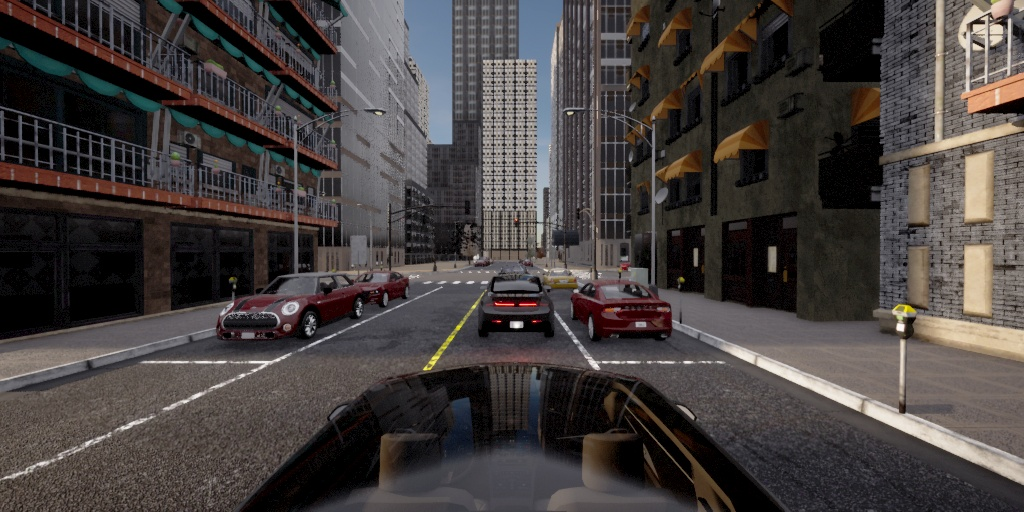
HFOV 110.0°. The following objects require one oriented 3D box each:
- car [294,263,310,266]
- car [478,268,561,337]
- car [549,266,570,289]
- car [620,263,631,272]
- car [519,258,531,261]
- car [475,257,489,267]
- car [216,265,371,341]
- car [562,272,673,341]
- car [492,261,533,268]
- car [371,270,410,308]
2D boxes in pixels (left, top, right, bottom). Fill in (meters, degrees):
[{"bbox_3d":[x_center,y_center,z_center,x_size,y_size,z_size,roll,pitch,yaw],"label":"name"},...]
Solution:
[{"bbox_3d":[-23.806,1.494,39.590,4.097,1.591,1.967,0,0,0],"label":"car"},{"bbox_3d":[0.106,1.253,10.253,1.837,1.490,4.892,0,0,0],"label":"car"},{"bbox_3d":[2.704,1.273,20.919,1.751,1.417,4.829,0,0,0],"label":"car"},{"bbox_3d":[14.291,1.005,39.882,4.507,1.381,1.888,0,0,0],"label":"car"},{"bbox_3d":[2.736,1.186,64.275,1.967,1.591,4.097,0,0,0],"label":"car"},{"bbox_3d":[-5.644,1.291,64.282,1.888,1.381,4.507,0,0,0],"label":"car"},{"bbox_3d":[-5.686,1.188,9.722,1.967,1.591,4.097,0,0,0],"label":"car"},{"bbox_3d":[2.696,1.294,9.702,1.888,1.381,4.507,0,0,0],"label":"car"},{"bbox_3d":[0.113,1.239,20.386,2.128,1.511,4.902,0,0,0],"label":"car"},{"bbox_3d":[-5.682,1.293,15.246,1.888,1.381,4.507,0,0,0],"label":"car"}]
